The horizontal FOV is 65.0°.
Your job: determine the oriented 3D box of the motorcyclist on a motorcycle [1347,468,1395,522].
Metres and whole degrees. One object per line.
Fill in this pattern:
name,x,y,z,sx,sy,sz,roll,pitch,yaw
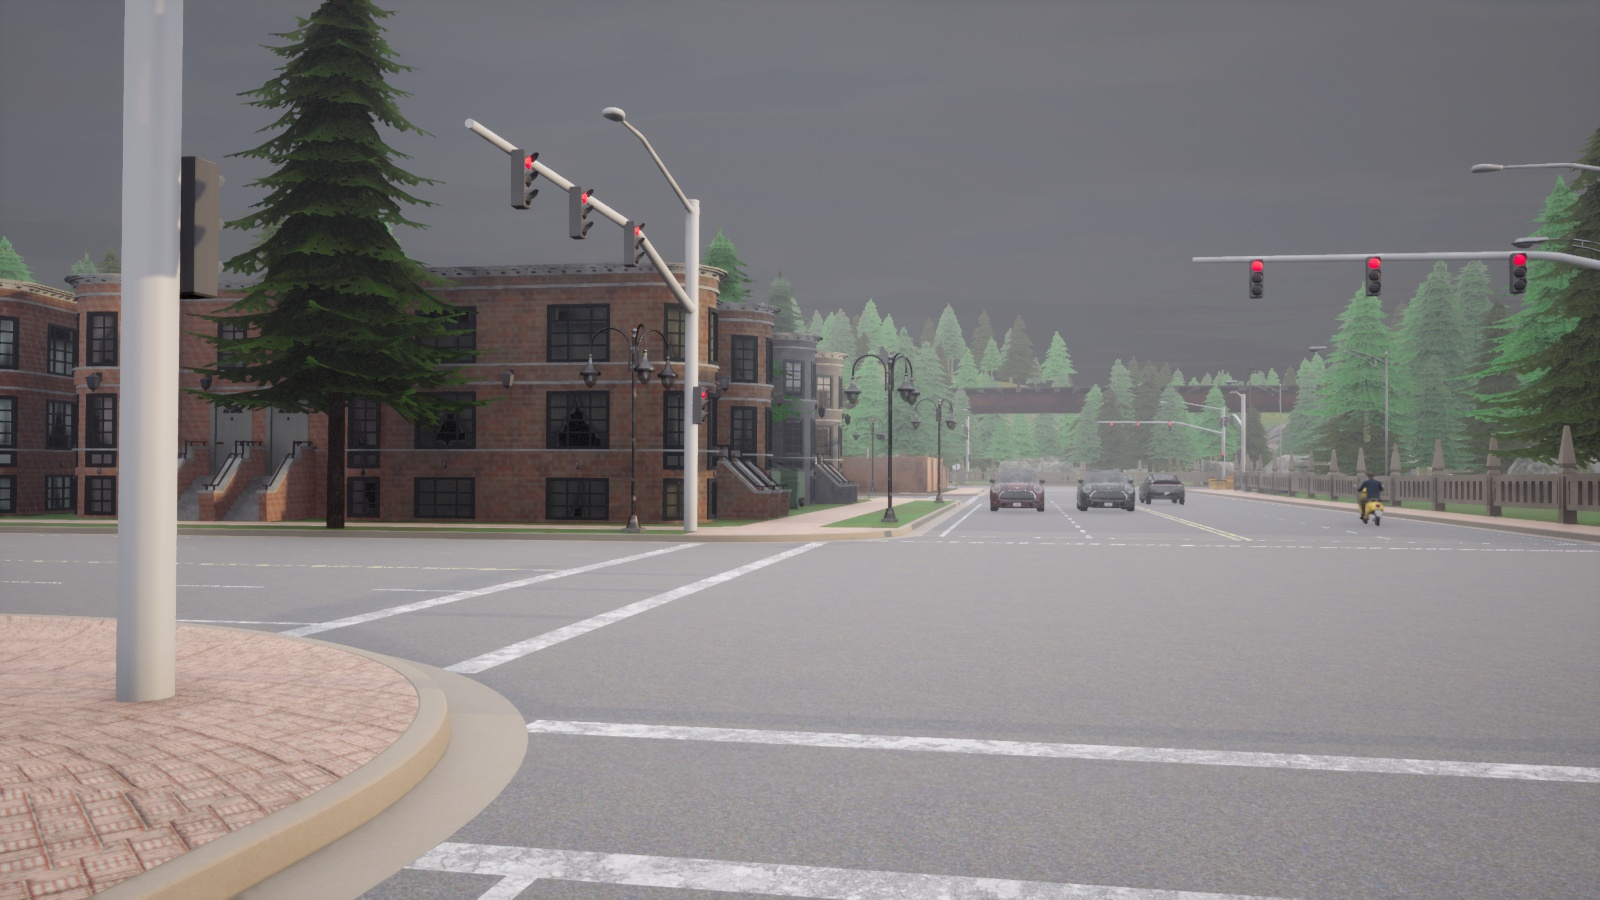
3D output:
motorcyclist on a motorcycle,17.188,1.333,37.837,0.866,1.590,1.817,0,-1,10

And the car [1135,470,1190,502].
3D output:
car,17.962,1.745,62.443,2.128,1.511,4.902,0,-1,10

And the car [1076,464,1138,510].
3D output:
car,12.366,1.475,50.833,2.097,1.767,4.553,0,-1,10

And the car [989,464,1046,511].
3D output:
car,8.659,1.475,49.965,2.097,1.767,4.553,0,-1,10
